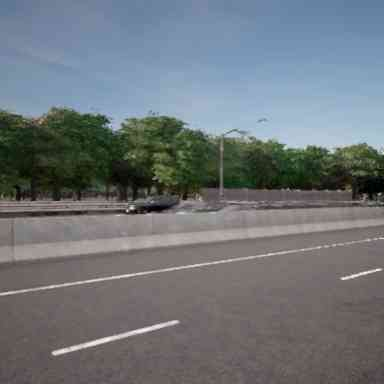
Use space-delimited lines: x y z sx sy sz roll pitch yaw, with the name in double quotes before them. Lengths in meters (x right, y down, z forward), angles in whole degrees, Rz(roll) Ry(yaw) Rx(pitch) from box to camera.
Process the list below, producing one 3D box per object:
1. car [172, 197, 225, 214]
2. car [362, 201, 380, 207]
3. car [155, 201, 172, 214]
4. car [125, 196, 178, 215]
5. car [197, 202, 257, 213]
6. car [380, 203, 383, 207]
"car" 1.113 1.507 26.278 4.553 1.767 2.097 1 0 -35
"car" 30.143 2.120 55.481 4.181 1.385 1.994 1 0 -35
"car" -0.715 1.721 29.273 4.181 1.385 1.994 1 0 -35
"car" -3.552 1.368 31.551 5.566 2.045 2.150 1 0 -35
"car" 2.944 1.678 23.287 4.674 1.442 1.812 1 -1 -35
"car" 32.190 2.119 52.656 4.181 1.385 1.994 1 0 -35
